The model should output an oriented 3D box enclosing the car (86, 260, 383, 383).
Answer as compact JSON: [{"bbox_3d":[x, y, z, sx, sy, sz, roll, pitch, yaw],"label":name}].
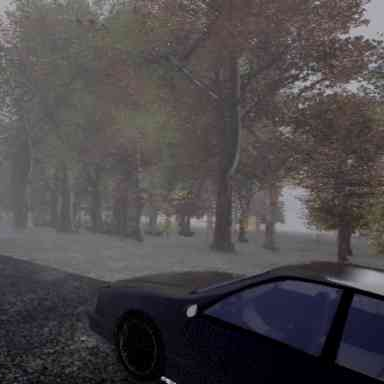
[{"bbox_3d":[1.329,1.392,3.011,5.357,1.411,2.033,5,-1,38],"label":"car"}]
